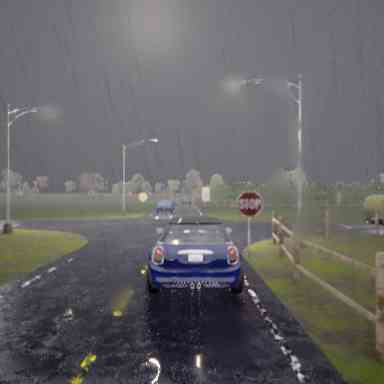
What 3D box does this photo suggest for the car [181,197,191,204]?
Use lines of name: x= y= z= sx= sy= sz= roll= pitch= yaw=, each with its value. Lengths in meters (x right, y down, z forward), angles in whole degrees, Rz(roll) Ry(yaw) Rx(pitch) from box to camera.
car: x=-1.210 y=1.914 z=70.730 sx=1.994 sy=1.385 sz=4.181 roll=0 pitch=0 yaw=-2

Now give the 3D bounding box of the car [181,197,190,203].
car: x=-1.577 y=1.927 z=80.515 sx=2.128 sy=1.511 sz=4.902 roll=0 pitch=0 yaw=-2

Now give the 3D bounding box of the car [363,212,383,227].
car: x=14.669 y=1.675 z=22.439 sx=5.357 sy=1.411 sz=2.033 roll=0 pitch=0 yaw=10

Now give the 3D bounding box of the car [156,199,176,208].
car: x=-3.267 y=1.697 z=40.681 sx=1.882 sy=1.535 sz=5.008 roll=0 pitch=0 yaw=-1

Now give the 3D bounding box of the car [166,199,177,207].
car: x=-3.724 y=1.916 z=60.748 sx=1.895 sy=1.301 sz=4.718 roll=0 pitch=0 yaw=-1

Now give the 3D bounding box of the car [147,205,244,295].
car: x=0.063 y=1.404 z=9.051 sx=2.097 sy=1.767 sz=4.553 roll=0 pitch=0 yaw=0
